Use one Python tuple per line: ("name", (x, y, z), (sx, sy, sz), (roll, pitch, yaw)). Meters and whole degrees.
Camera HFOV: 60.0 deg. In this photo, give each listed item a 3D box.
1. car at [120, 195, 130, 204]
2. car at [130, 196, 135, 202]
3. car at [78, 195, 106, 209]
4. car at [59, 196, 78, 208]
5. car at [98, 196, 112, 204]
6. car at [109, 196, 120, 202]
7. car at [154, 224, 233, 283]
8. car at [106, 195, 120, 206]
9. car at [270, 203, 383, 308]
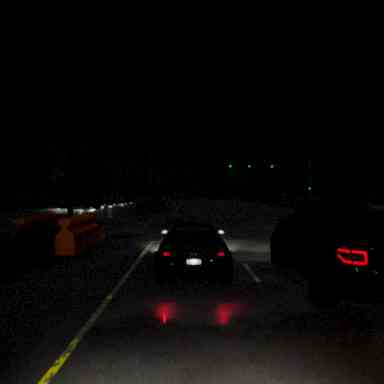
("car", (-14.464, 1.465, 67.375), (2.097, 1.767, 4.553), (0, 0, 0))
("car", (-14.697, 1.662, 79.051), (2.033, 1.411, 5.357), (0, 0, -3))
("car", (-14.412, 1.598, 48.156), (1.837, 1.490, 4.892), (0, 0, 0))
("car", (-17.920, 1.447, 49.112), (2.097, 1.767, 4.553), (0, 0, 0))
("car", (-17.977, 1.637, 69.132), (1.812, 1.442, 4.674), (0, 0, 0))
("car", (-18.117, 1.716, 77.998), (1.895, 1.301, 4.718), (0, 0, -3))
("car", (0.030, 1.617, 9.820), (1.994, 1.385, 4.181), (0, 0, 0))
("car", (-14.437, 1.629, 58.418), (1.812, 1.442, 4.674), (0, 0, 0))
("car", (3.530, 1.267, 8.130), (2.150, 2.045, 5.566), (0, 0, 0))
